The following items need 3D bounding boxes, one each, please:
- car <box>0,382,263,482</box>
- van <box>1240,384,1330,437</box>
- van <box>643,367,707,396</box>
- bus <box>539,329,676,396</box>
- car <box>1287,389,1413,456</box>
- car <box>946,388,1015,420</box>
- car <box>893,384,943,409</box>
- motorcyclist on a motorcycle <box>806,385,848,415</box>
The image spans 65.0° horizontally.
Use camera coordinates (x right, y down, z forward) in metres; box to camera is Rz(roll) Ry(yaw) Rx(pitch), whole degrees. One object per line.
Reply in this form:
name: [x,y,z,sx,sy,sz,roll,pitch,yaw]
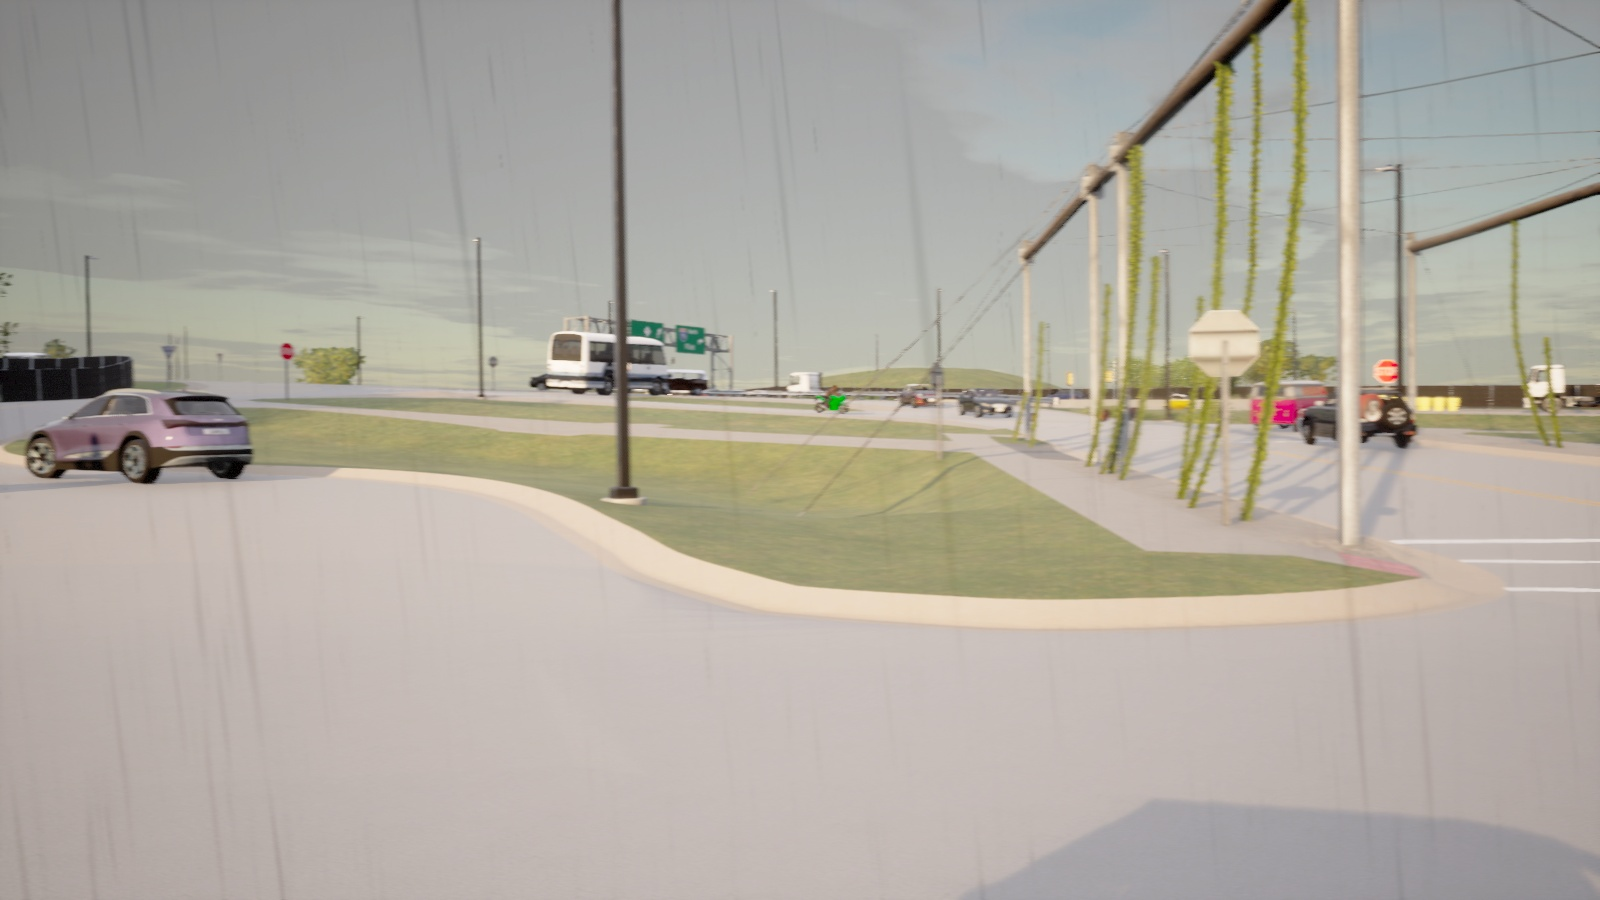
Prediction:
car: [-12.191,-0.372,22.763,4.856,1.649,2.033,1,2,30]
van: [19.257,-1.615,49.762,1.775,1.987,4.442,2,4,43]
van: [-9.783,-5.345,98.206,4.480,2.038,2.069,1,3,-20]
bus: [-13.461,-6.103,88.960,3.944,4.253,10.273,5,4,29]
car: [16.567,-0.895,38.075,1.932,1.855,4.605,0,3,2]
car: [9.482,-2.456,66.282,2.128,1.511,4.902,0,5,-10]
car: [7.350,-3.364,78.773,1.970,1.475,3.806,-1,4,-14]
motorcyclist on a motorcycle: [1.402,-2.619,65.299,2.044,1.523,0.797,2,2,28]
